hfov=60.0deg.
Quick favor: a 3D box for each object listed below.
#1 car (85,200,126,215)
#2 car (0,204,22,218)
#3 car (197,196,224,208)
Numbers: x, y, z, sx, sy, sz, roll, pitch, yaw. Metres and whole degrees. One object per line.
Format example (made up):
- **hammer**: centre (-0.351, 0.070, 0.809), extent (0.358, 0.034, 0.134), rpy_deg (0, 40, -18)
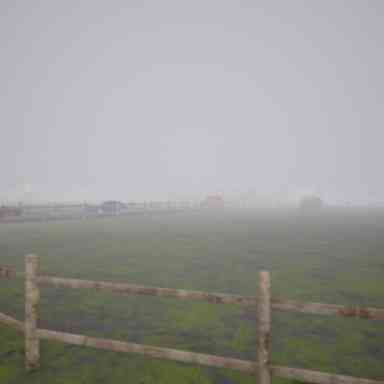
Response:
- **car**: centre (-9.641, 1.645, 37.236), extent (1.882, 1.535, 5.008), rpy_deg (0, 0, 36)
- **car**: centre (-16.785, 1.663, 27.428), extent (1.895, 1.301, 4.718), rpy_deg (0, 0, 36)
- **car**: centre (3.135, 1.597, 54.646), extent (2.150, 2.045, 5.566), rpy_deg (0, -1, 36)
